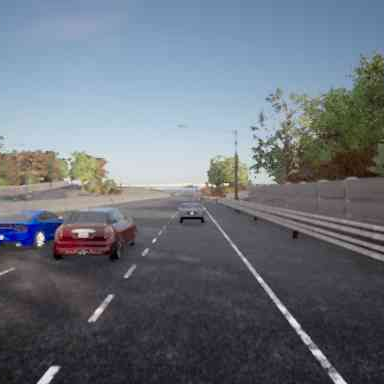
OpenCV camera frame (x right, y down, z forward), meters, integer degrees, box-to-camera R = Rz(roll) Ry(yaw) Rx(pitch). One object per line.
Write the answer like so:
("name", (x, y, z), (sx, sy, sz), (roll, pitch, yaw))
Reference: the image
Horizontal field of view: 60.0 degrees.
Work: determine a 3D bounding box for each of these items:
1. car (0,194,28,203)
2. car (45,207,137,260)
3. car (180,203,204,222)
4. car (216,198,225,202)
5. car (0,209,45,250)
("car", (-21.075, 1.285, 38.379), (2.150, 2.045, 5.566), (0, 0, 0))
("car", (-3.400, 1.362, 12.539), (2.097, 1.767, 4.553), (0, 0, 0))
("car", (0.000, 1.580, 26.301), (2.033, 1.411, 5.357), (0, 0, 0))
("car", (8.125, 2.224, 93.861), (1.812, 1.442, 4.674), (0, -1, 25))
("car", (-6.899, 1.490, 14.477), (1.882, 1.535, 5.008), (0, 0, 0))
